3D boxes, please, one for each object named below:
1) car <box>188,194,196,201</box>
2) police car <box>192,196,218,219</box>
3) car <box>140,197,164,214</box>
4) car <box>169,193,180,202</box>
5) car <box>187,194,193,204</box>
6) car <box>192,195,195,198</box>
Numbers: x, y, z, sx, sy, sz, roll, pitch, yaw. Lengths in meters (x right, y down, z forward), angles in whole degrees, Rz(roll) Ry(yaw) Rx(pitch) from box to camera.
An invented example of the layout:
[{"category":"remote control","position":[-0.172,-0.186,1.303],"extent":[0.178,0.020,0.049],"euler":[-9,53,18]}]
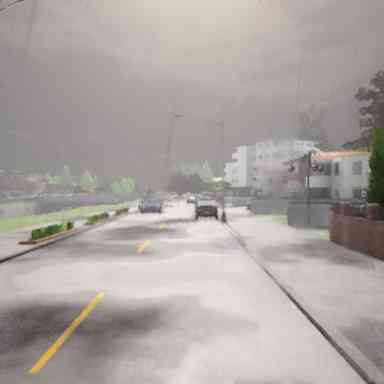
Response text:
[{"category":"car","position":[0.018,1.318,79.621],"extent":[1.882,1.535,5.008],"euler":[0,0,0]},{"category":"police car","position":[1.206,1.421,28.888],"extent":[1.930,1.638,5.238],"euler":[0,0,0]},{"category":"car","position":[-4.085,1.347,34.600],"extent":[2.097,1.767,4.553],"euler":[0,0,0]},{"category":"car","position":[-3.985,1.200,75.871],"extent":[2.150,2.045,5.566],"euler":[0,0,0]},{"category":"car","position":[0.014,1.554,63.627],"extent":[1.994,1.385,4.181],"euler":[0,0,0]},{"category":"car","position":[1.208,1.472,38.778],"extent":[1.882,1.535,5.008],"euler":[0,0,0]}]
